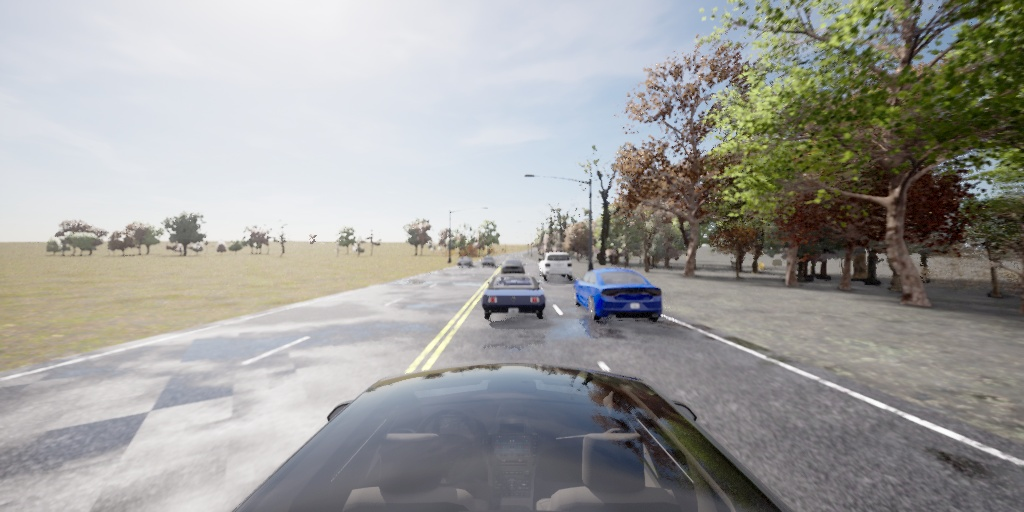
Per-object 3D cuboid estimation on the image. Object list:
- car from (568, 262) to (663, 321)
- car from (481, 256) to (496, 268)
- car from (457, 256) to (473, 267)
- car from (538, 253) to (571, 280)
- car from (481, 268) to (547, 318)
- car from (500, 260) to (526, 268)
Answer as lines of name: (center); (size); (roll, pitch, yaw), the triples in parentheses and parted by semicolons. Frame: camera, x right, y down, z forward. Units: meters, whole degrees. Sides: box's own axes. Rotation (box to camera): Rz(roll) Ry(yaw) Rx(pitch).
car: (3.298, 1.140, 12.046); (1.882, 1.535, 5.008); (0, 1, 0)
car: (-3.333, 0.833, 50.812); (1.837, 1.490, 4.892); (0, 1, 0)
car: (-6.584, 0.820, 50.789); (2.128, 1.511, 4.902); (0, 1, 0)
car: (3.308, 0.752, 27.804); (2.150, 2.045, 5.566); (-1, 1, 0)
car: (0.061, 1.265, 12.477); (1.895, 1.301, 4.718); (0, 0, 0)
car: (0.069, 1.034, 28.952); (1.837, 1.490, 4.892); (0, 1, 0)
